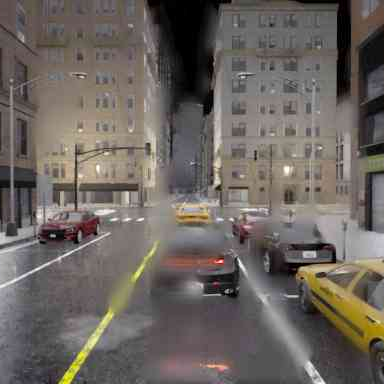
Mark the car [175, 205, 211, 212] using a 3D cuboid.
[{"bbox_3d":[0.052,1.471,18.974,1.882,1.535,5.008,0,0,1],"label":"car"}]

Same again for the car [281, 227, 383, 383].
[{"bbox_3d":[2.868,1.524,4.783,1.752,1.417,4.829,-1,0,0],"label":"car"}]

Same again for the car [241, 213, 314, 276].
[{"bbox_3d":[2.875,1.562,10.199,1.947,1.339,4.313,-1,0,0],"label":"car"}]

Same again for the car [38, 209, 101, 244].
[{"bbox_3d":[-5.663,1.539,15.793,1.887,1.381,4.507,-1,0,0],"label":"car"}]

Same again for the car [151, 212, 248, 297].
[{"bbox_3d":[0.073,1.502,8.547,1.837,1.490,4.892,0,0,0],"label":"car"}]

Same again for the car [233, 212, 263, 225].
[{"bbox_3d":[2.882,1.576,15.785,1.802,1.307,4.206,-1,0,0],"label":"car"}]
